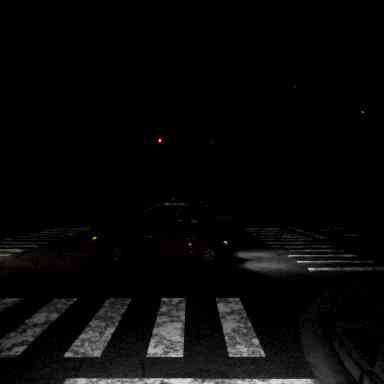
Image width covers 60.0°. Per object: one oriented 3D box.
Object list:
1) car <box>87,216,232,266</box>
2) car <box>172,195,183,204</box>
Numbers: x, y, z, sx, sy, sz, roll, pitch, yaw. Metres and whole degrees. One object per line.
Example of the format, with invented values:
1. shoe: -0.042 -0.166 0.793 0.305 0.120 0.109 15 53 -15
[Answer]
1. car: -1.027 1.539 10.961 4.674 1.442 1.812 0 0 0
2. car: -2.966 1.497 69.308 2.097 1.767 4.553 0 0 0
